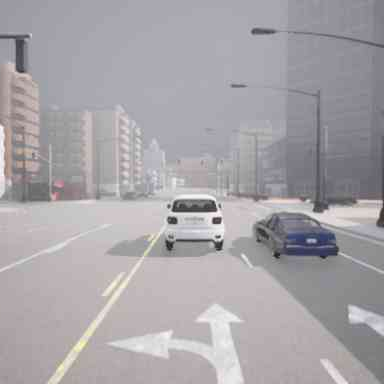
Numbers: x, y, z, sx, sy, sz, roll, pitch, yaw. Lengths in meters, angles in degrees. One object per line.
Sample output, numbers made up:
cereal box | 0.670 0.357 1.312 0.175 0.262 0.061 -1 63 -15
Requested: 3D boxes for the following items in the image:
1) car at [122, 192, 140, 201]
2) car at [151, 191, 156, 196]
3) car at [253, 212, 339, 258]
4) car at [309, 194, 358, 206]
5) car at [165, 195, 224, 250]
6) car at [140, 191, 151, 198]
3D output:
car | -10.551 0.711 56.595 1.837 1.490 4.892 0 0 1
car | -10.504 0.349 86.295 1.882 1.535 5.008 0 0 0
car | 3.601 1.474 12.491 2.033 1.411 5.357 0 1 0
car | 17.240 0.948 40.635 5.357 1.411 2.033 0 1 1
car | 0.095 1.115 14.054 2.150 2.045 5.566 0 1 0
car | -10.504 0.652 71.332 1.994 1.385 4.181 0 0 0
